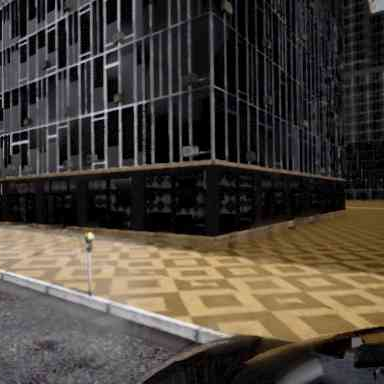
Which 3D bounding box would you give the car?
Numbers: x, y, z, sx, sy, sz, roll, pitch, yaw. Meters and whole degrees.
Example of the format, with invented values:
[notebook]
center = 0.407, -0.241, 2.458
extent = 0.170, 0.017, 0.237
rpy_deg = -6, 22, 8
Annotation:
[car]
center = 1.402, 1.566, 1.891
extent = 4.313, 1.339, 1.947
rpy_deg = 0, -1, 36
